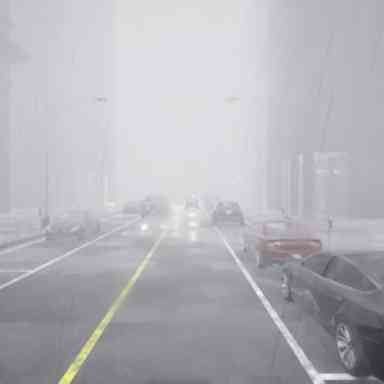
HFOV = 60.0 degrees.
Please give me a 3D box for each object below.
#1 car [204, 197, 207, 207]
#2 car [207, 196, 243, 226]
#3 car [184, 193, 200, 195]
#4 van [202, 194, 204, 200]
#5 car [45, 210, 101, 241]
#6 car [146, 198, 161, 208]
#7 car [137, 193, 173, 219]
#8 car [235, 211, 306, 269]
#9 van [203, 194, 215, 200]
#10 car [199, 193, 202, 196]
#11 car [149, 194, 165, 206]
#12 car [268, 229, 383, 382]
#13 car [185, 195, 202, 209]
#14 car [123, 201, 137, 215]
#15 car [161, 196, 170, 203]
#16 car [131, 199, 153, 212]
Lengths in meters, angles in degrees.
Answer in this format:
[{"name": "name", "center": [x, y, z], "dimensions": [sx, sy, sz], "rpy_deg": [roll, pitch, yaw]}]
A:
[{"name": "car", "center": [2.754, 1.561, 39.088], "dimensions": [2.008, 1.369, 4.403], "rpy_deg": [0, 0, 0]}, {"name": "car", "center": [2.382, 1.361, 23.643], "dimensions": [2.097, 1.767, 4.553], "rpy_deg": [0, 0, 0]}, {"name": "car", "center": [-0.012, 1.514, 62.572], "dimensions": [2.128, 1.511, 4.902], "rpy_deg": [0, 0, 0]}, {"name": "van", "center": [2.752, 1.356, 50.325], "dimensions": [1.690, 1.788, 3.998], "rpy_deg": [0, 0, 0]}, {"name": "car", "center": [-5.766, 1.586, 16.596], "dimensions": [1.802, 1.307, 4.206], "rpy_deg": [0, 0, 0]}, {"name": "car", "center": [-5.773, 1.597, 50.306], "dimensions": [1.802, 1.307, 4.206], "rpy_deg": [0, 0, 0]}, {"name": "car", "center": [-3.105, 1.231, 29.220], "dimensions": [2.150, 2.045, 5.566], "rpy_deg": [0, 0, 0]}, {"name": "car", "center": [2.760, 1.548, 10.994], "dimensions": [1.887, 1.381, 4.507], "rpy_deg": [0, 0, 0]}, {"name": "van", "center": [2.753, 1.354, 44.707], "dimensions": [1.690, 1.788, 3.998], "rpy_deg": [0, 0, 0]}, {"name": "car", "center": [2.747, 1.347, 78.419], "dimensions": [2.192, 1.841, 5.009], "rpy_deg": [0, 0, 0]}, {"name": "car", "center": [-5.774, 1.333, 55.924], "dimensions": [2.192, 1.841, 5.009], "rpy_deg": [0, 0, 0]}, {"name": "car", "center": [2.761, 1.567, 5.375], "dimensions": [1.947, 1.339, 4.313], "rpy_deg": [0, 0, 0]}, {"name": "car", "center": [0.015, 1.561, 44.977], "dimensions": [2.033, 1.411, 5.357], "rpy_deg": [0, 0, 0]}, {"name": "car", "center": [-5.770, 1.553, 33.451], "dimensions": [1.887, 1.381, 4.507], "rpy_deg": [0, 0, 0]}, {"name": "car", "center": [-5.777, 1.610, 72.779], "dimensions": [1.802, 1.307, 4.206], "rpy_deg": [0, 0, 0]}, {"name": "car", "center": [-5.771, 1.576, 39.070], "dimensions": [1.947, 1.339, 4.313], "rpy_deg": [0, 0, 0]}]
